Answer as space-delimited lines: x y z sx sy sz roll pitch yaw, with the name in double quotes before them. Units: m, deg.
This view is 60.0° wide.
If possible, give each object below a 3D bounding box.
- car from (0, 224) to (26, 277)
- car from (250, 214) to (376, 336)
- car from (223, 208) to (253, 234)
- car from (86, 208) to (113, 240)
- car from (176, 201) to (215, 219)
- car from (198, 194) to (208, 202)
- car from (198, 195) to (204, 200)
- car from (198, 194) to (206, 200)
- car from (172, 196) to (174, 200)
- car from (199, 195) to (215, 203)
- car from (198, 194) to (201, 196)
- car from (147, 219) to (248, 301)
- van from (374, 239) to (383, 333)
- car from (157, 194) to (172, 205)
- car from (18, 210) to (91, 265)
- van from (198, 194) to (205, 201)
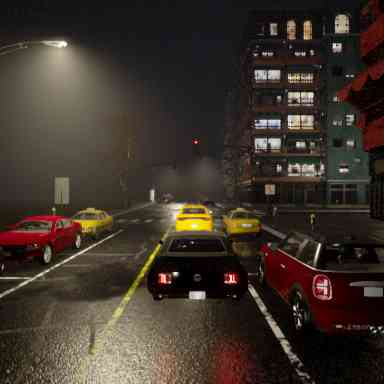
"car" -5.306 1.552 6.248 2.008 1.369 4.403 1 0 0
"car" 2.576 1.442 6.658 1.967 1.590 4.097 1 0 0
"car" 2.576 1.530 17.917 1.752 1.417 4.829 1 0 0
"car" -5.304 1.529 17.151 1.752 1.417 4.829 1 0 0
"car" 0.104 1.482 18.417 1.882 1.535 5.008 0 0 0
"car" 2.585 1.338 78.567 2.192 1.841 5.009 1 0 0
"car" 2.584 1.555 95.720 1.752 1.417 4.829 1 0 0
"car" 2.580 1.599 61.583 1.802 1.307 4.206 1 0 0
"car" -5.297 1.334 66.762 2.192 1.841 5.009 1 0 0
"car" 2.579 1.565 50.261 2.008 1.369 4.403 1 0 0
"car" 2.581 1.587 72.905 1.947 1.339 4.313 1 0 0
"car" 0.101 1.603 8.300 1.895 1.301 4.718 0 0 0
"van" 2.576 1.341 1.112 1.690 1.788 3.998 1 0 0
"car" -5.299 1.457 61.107 1.967 1.590 4.097 1 0 0
"car" -5.305 1.548 11.785 1.887 1.381 4.507 1 0 0
"van" 2.585 1.369 89.889 1.690 1.788 3.998 1 0 0
